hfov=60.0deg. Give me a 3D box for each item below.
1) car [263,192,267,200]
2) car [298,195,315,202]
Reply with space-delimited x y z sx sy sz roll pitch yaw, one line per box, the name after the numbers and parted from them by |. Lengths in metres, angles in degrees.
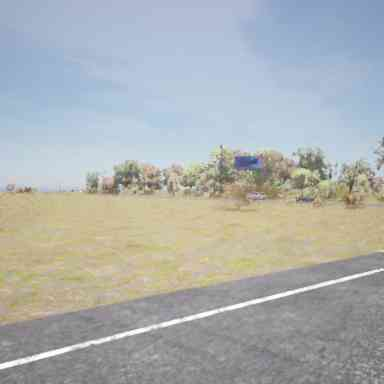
16.038 1.021 82.304 2.150 2.045 5.566 0 0 -32 | car
23.883 1.425 69.974 2.033 1.411 5.357 0 0 -32 | car
